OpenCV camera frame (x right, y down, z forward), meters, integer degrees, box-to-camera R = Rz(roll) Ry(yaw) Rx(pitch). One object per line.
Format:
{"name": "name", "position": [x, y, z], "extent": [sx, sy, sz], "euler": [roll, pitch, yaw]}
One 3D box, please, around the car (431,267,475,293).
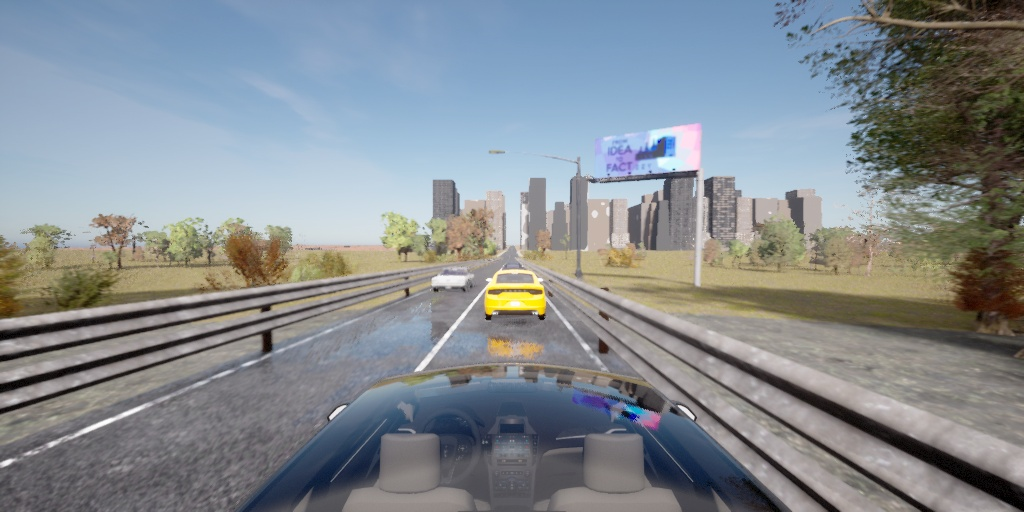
{"name": "car", "position": [-3.330, 1.344, 20.944], "extent": [1.895, 1.301, 4.718], "euler": [0, 0, 0]}

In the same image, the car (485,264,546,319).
{"name": "car", "position": [0.098, 1.224, 12.804], "extent": [1.882, 1.535, 5.008], "euler": [0, 0, 0]}
